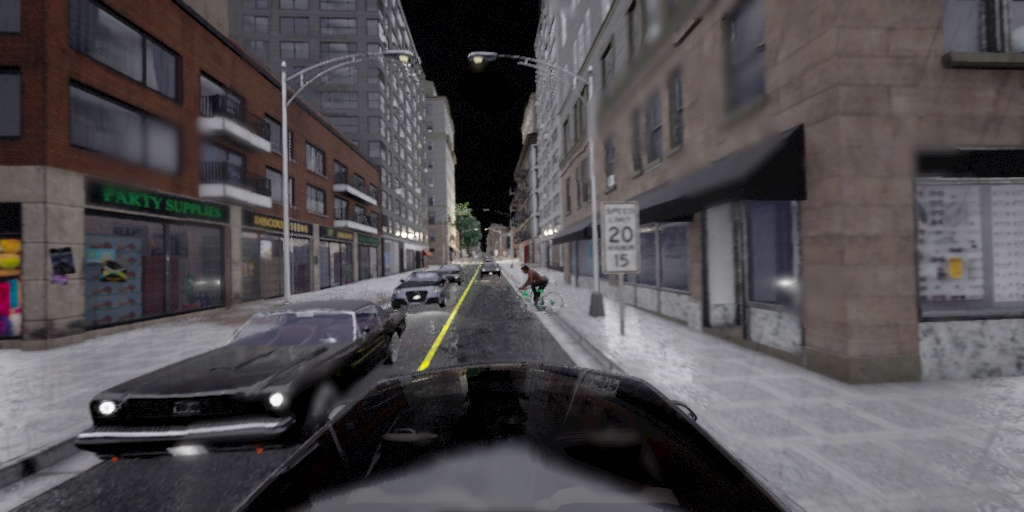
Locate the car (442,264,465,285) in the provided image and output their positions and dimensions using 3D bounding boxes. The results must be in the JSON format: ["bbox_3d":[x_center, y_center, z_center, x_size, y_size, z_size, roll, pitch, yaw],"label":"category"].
[{"bbox_3d":[-4.430,1.289,25.885,2.033,1.411,5.357,-1,0,-4],"label":"car"}]

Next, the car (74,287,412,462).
[{"bbox_3d":[-3.009,1.404,5.354,1.895,1.301,4.718,-1,0,-4],"label":"car"}]

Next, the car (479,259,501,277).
[{"bbox_3d":[-2.046,1.241,34.063,1.895,1.301,4.718,-1,0,-4],"label":"car"}]

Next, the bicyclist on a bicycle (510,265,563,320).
[{"bbox_3d":[0.678,1.068,10.933,1.656,1.620,0.582,-10,1,-4],"label":"bicyclist on a bicycle"}]

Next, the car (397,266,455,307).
[{"bbox_3d":[-3.714,1.342,15.255,1.994,1.385,4.181,-1,0,-5],"label":"car"}]
